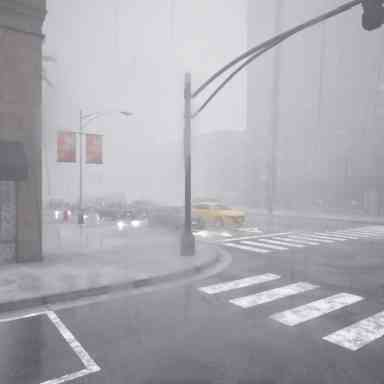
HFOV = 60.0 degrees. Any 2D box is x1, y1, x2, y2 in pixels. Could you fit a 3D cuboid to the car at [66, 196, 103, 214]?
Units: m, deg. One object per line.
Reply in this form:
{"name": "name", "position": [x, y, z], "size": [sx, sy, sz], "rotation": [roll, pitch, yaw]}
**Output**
{"name": "car", "position": [-11.079, 1.478, 34.102], "size": [1.812, 1.442, 4.674], "rotation": [0, 0, -36]}

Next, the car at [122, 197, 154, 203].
{"name": "car", "position": [-4.250, 1.464, 30.166], "size": [1.837, 1.490, 4.892], "rotation": [0, 0, -36]}

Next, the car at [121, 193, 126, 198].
{"name": "car", "position": [-12.312, 1.139, 52.809], "size": [2.150, 2.045, 5.566], "rotation": [0, 0, -36]}

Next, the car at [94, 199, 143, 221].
{"name": "car", "position": [-6.062, 1.530, 27.111], "size": [1.994, 1.385, 4.181], "rotation": [0, 0, -37]}

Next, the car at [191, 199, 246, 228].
{"name": "car", "position": [1.453, 1.451, 22.251], "size": [1.882, 1.535, 5.008], "rotation": [0, 0, -35]}

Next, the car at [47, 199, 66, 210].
{"name": "car", "position": [-17.064, 1.538, 42.452], "size": [1.895, 1.301, 4.718], "rotation": [0, 0, -35]}

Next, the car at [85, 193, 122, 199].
{"name": "car", "position": [-10.260, 1.295, 38.523], "size": [2.097, 1.767, 4.553], "rotation": [0, 0, -36]}

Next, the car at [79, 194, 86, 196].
{"name": "car", "position": [-21.521, 1.243, 65.484], "size": [2.097, 1.767, 4.553], "rotation": [0, 0, -32]}

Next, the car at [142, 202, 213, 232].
{"name": "car", "position": [-0.999, 1.542, 20.094], "size": [1.994, 1.385, 4.181], "rotation": [0, 0, -36]}
